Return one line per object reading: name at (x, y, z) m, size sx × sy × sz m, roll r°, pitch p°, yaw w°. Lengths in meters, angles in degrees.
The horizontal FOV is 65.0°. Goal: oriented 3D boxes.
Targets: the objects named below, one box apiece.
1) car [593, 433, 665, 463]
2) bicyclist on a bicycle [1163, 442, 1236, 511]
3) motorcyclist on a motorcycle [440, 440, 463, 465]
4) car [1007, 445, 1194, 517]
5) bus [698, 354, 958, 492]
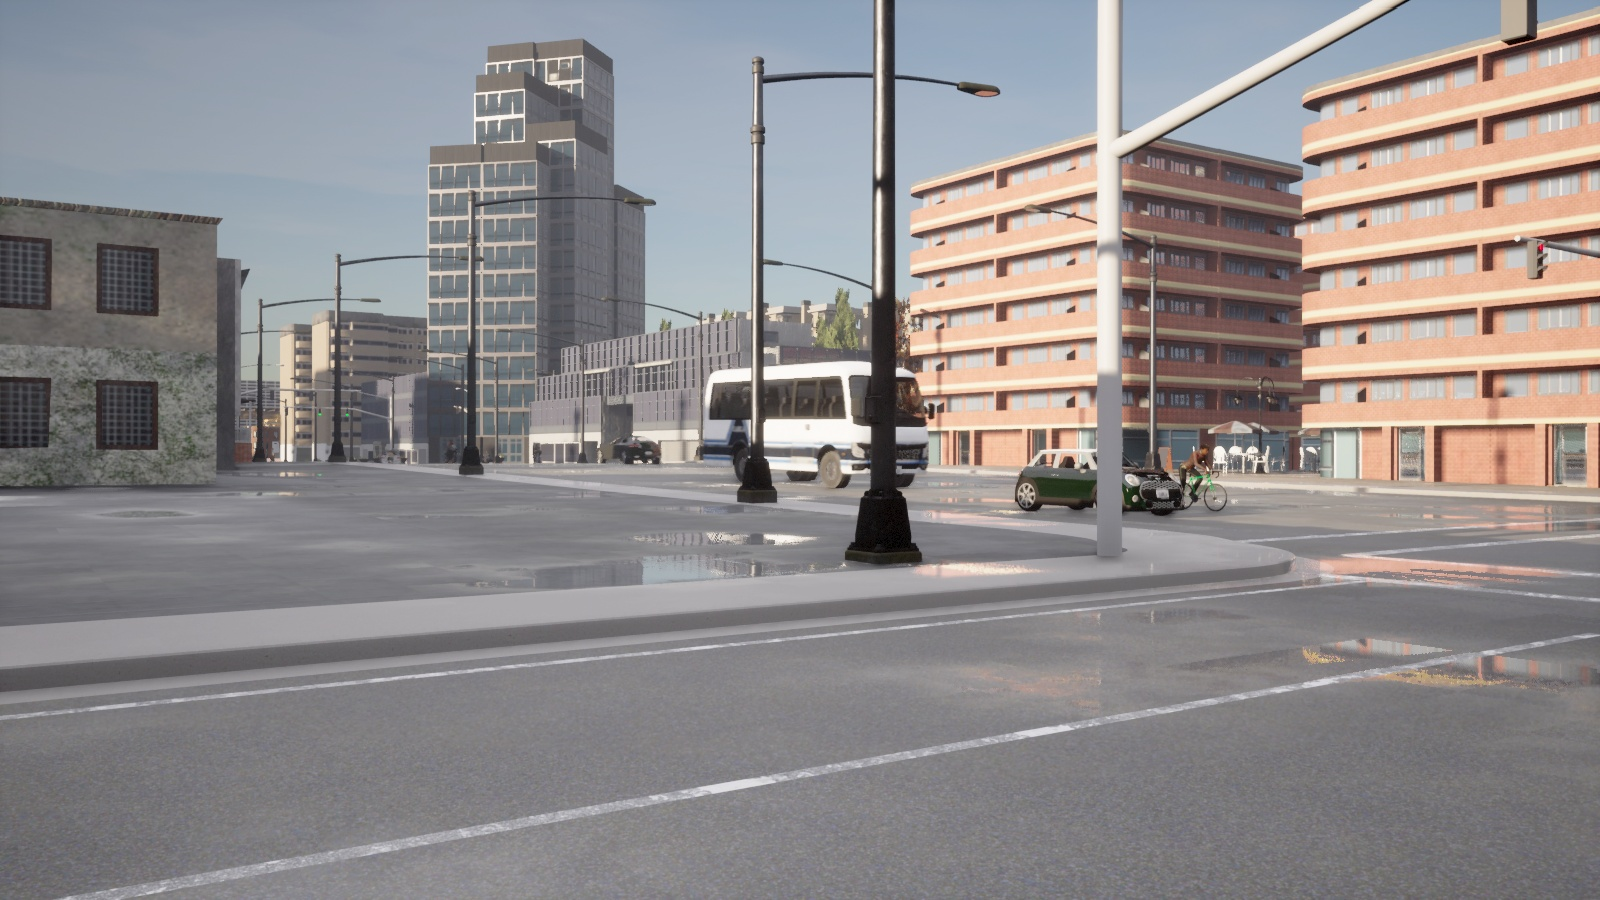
car at (-9.916, -0.106, 72.519) m, size 2.152 × 1.651 × 5.027 m, roll 0°, pitch 0°, yaw -34°
bicyclist on a bicycle at (9.688, 0.629, 30.501) m, size 0.582 × 1.620 × 1.656 m, roll 0°, pitch 1°, yaw -34°
motorcyclist on a motorcycle at (-21.402, 0.178, 77.125) m, size 0.797 × 1.523 × 2.044 m, roll 0°, pitch -1°, yaw -34°
car at (6.768, 0.646, 28.573) m, size 1.970 × 1.475 × 3.806 m, roll 0°, pitch 1°, yaw -33°
bus at (0.641, -0.898, 44.085) m, size 3.944 × 4.253 × 10.273 m, roll 0°, pitch 1°, yaw -33°
